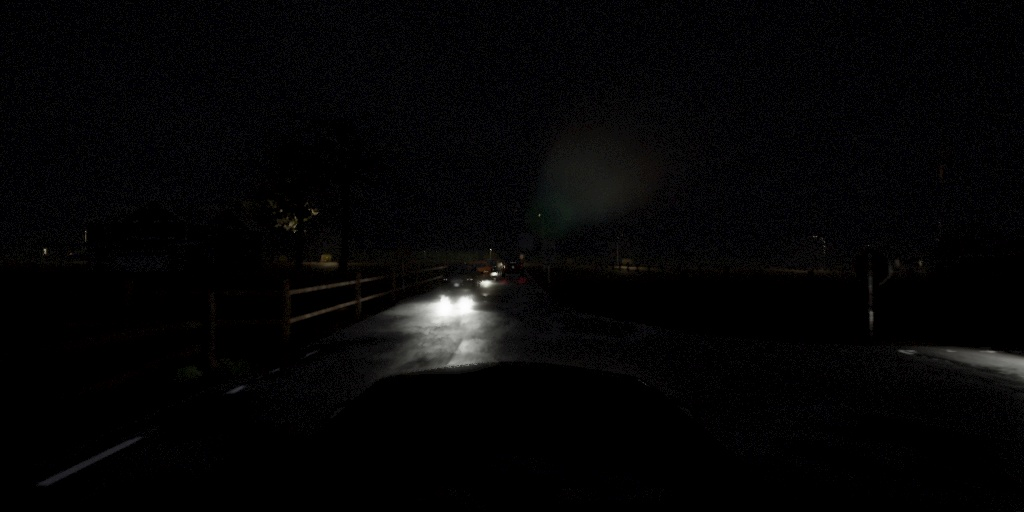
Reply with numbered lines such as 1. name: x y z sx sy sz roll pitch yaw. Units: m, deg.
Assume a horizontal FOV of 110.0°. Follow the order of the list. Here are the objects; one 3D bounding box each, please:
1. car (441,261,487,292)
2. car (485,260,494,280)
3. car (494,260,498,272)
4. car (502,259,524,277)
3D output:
1. car: -2.854 1.226 20.928 2.128 1.511 4.902 0 0 0
2. car: -2.853 1.211 31.528 1.882 1.535 5.008 0 0 0
3. car: -2.835 1.226 45.489 1.882 1.535 5.008 0 0 0
4. car: 0.095 1.068 35.537 2.097 1.767 4.553 0 0 0
